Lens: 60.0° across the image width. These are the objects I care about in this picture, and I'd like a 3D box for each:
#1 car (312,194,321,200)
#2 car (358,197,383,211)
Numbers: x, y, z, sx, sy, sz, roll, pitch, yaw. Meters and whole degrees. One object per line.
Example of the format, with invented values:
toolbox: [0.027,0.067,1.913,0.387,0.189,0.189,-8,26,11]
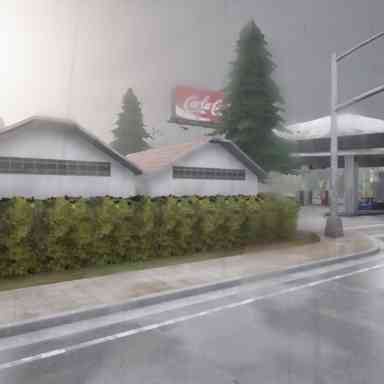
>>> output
car: [32.821,1.326,89.486,2.152,1.636,5.027,0,0,-36]
car: [21.761,1.478,39.991,4.611,1.667,2.242,0,0,-36]
